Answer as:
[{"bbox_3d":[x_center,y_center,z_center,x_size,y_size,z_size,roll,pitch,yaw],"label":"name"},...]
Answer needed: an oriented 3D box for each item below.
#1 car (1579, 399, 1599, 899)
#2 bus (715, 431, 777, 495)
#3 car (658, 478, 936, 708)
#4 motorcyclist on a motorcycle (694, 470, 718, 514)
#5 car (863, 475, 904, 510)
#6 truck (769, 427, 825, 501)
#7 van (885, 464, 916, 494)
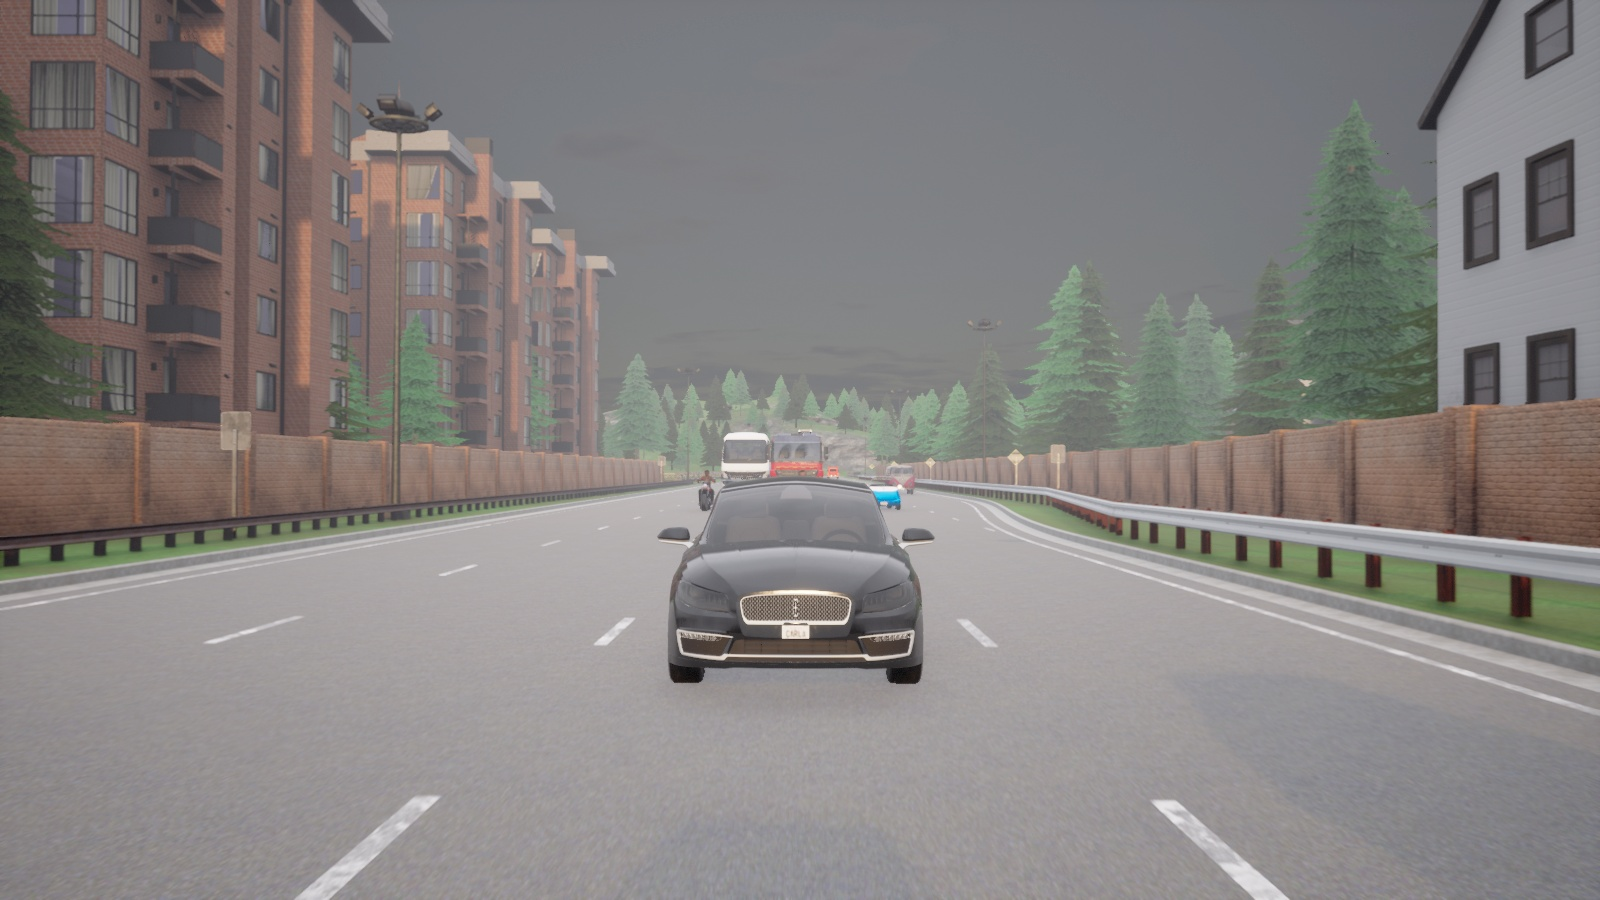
[{"bbox_3d":[3.495,0.686,1.642,2.097,1.767,4.553,0,-1,0],"label":"car"},{"bbox_3d":[-3.724,0.947,89.282,3.944,4.253,10.273,0,-1,0],"label":"bus"},{"bbox_3d":[-0.026,1.000,10.776,1.837,1.490,4.892,0,-1,0],"label":"car"},{"bbox_3d":[-3.618,1.591,48.466,0.766,1.649,2.350,0,-1,0],"label":"motorcyclist on a motorcycle"},{"bbox_3d":[3.376,1.711,51.100,1.481,1.376,2.207,0,-1,0],"label":"car"},{"bbox_3d":[-0.172,0.817,69.654,2.891,3.827,8.468,0,-1,0],"label":"truck"},{"bbox_3d":[6.793,1.967,85.230,1.775,1.987,4.442,0,-1,0],"label":"van"}]
